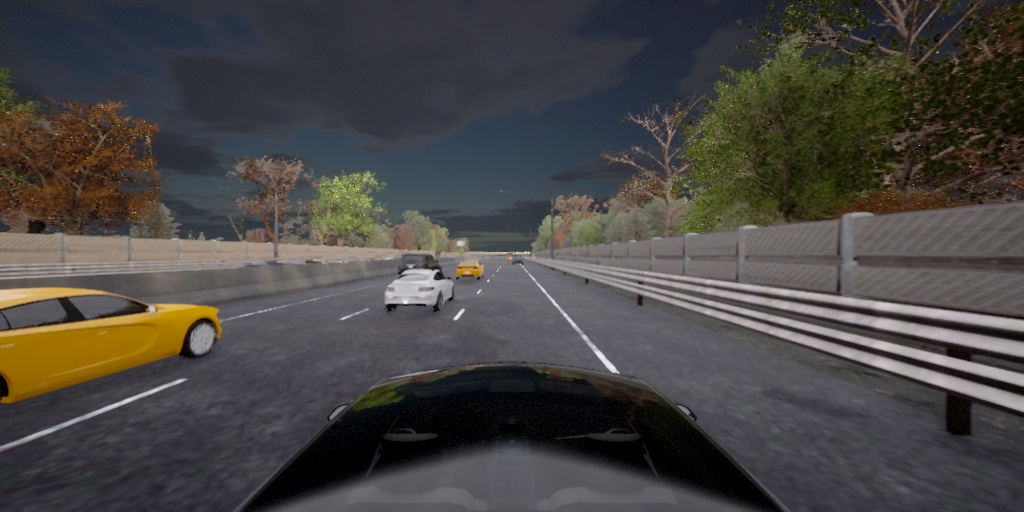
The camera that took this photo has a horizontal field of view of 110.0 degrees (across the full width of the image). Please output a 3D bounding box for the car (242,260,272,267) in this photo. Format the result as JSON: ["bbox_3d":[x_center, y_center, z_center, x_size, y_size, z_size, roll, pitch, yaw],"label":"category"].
[{"bbox_3d":[-24.600,1.133,35.655,2.033,1.411,5.357,0,0,0],"label":"car"}]

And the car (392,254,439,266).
[{"bbox_3d":[-6.911,0.846,27.166,2.150,2.045,5.566,0,0,0],"label":"car"}]

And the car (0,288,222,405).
[{"bbox_3d":[-6.928,1.208,5.332,1.882,1.535,5.008,0,0,0],"label":"car"}]

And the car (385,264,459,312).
[{"bbox_3d":[-3.408,1.212,13.798,1.812,1.442,4.674,0,0,0],"label":"car"}]

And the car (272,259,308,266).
[{"bbox_3d":[-21.097,1.063,35.818,1.882,1.535,5.008,0,0,0],"label":"car"}]

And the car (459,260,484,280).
[{"bbox_3d":[-3.411,1.090,29.816,1.882,1.535,5.008,0,0,0],"label":"car"}]

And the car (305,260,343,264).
[{"bbox_3d":[-17.602,1.190,34.929,1.895,1.301,4.718,0,0,0],"label":"car"}]
